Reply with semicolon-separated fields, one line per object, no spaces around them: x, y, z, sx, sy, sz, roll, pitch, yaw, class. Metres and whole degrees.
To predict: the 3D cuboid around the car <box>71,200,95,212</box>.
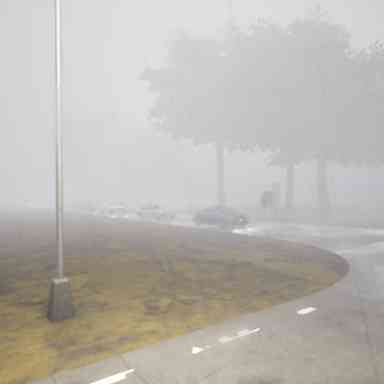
-14.974;1.939;46.525;1.812;1.442;4.674;-1;0;-35;car

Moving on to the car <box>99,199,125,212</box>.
-11.133;1.825;46.117;1.837;1.490;4.892;-1;0;-35;car

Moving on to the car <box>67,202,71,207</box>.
-21.102;2.136;60.180;1.895;1.301;4.718;-1;0;-34;car

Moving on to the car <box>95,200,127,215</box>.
-9.083;1.818;38.132;1.812;1.442;4.674;-1;0;-35;car

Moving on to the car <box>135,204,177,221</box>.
-3.282;1.779;29.937;1.895;1.301;4.718;-1;0;-36;car

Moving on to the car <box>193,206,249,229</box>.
1.892;1.643;22.673;1.994;1.385;4.181;-1;0;-36;car
